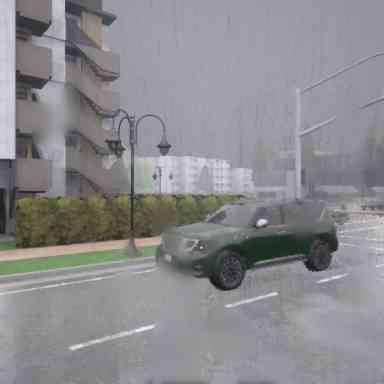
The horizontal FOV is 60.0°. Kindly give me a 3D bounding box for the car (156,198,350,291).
[{"bbox_3d":[1.768,1.221,9.359,5.566,2.045,2.150,0,0,-33],"label":"car"}]

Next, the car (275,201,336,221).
[{"bbox_3d":[9.490,1.525,28.108,1.812,1.442,4.674,0,0,-38],"label":"car"}]

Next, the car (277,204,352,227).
[{"bbox_3d":[8.572,1.601,23.616,1.895,1.301,4.718,0,0,-38],"label":"car"}]
